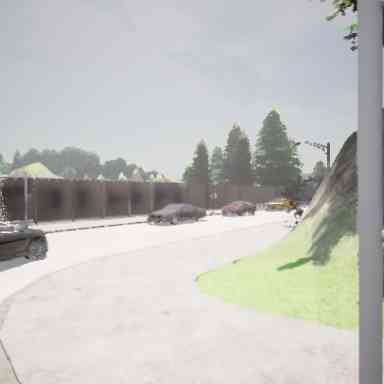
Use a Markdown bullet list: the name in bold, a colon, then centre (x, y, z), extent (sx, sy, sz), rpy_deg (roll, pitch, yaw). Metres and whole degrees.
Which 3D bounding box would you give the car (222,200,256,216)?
- **car**: centre (4.668, 1.535, 32.496), extent (1.812, 1.442, 4.674), rpy_deg (0, 0, 35)

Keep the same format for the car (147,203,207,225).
- **car**: centre (-0.940, 1.556, 24.638), extent (2.033, 1.411, 5.357), rpy_deg (0, 0, 36)

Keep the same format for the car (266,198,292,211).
- **car**: centre (10.767, 1.487, 41.009), extent (1.882, 1.535, 5.008), rpy_deg (0, 0, 36)

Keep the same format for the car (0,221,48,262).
- **car**: centre (-6.221, 1.497, 9.586), extent (2.128, 1.511, 4.902), rpy_deg (-1, 0, 12)

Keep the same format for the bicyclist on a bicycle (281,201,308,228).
- **bicyclist on a bicycle**: centre (6.167, 1.353, 20.139), extent (1.656, 1.620, 0.582), rpy_deg (0, 0, 35)
